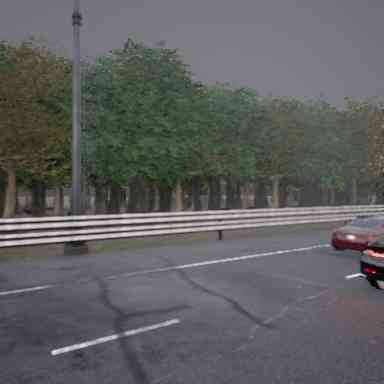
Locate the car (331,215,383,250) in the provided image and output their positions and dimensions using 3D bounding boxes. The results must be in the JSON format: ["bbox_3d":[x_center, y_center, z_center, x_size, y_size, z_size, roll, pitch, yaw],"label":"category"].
[{"bbox_3d":[7.354,1.590,12.951,4.181,1.385,1.994,0,0,-33],"label":"car"}]

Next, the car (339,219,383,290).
[{"bbox_3d":[5.966,1.511,7.868,4.902,1.511,2.128,0,0,-34],"label":"car"}]
